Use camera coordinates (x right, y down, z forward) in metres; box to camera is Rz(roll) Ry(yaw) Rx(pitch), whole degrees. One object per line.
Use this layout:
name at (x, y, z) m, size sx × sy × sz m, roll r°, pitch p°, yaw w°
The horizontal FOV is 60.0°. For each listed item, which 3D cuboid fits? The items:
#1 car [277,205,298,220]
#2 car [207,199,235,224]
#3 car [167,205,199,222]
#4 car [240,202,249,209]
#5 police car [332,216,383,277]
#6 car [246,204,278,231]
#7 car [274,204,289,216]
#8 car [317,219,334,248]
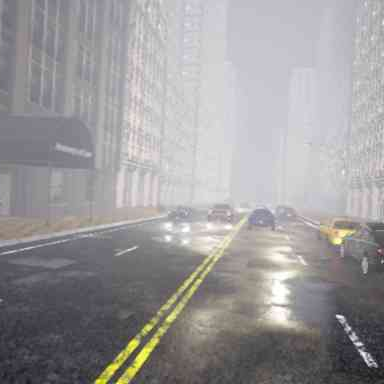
car at (11.687, 2.558, 40.586) m, size 1.812 × 1.442 × 4.674 m, roll 3°, pitch 0°, yaw 12°
car at (2.675, 1.773, 29.658) m, size 2.097 × 1.767 × 4.553 m, roll 3°, pitch -1°, yaw 12°
car at (-0.724, 1.830, 29.325) m, size 1.895 × 1.301 × 4.718 m, roll 3°, pitch -1°, yaw 12°
car at (11.123, 2.778, 70.112) m, size 1.882 × 1.535 × 5.008 m, roll 3°, pitch -1°, yaw 12°
police car at (6.700, 1.905, 11.799) m, size 1.930 × 1.638 × 5.238 m, roll 3°, pitch -1°, yaw 12°
car at (5.372, 2.012, 25.741) m, size 1.882 × 1.535 × 5.008 m, roll 3°, pitch -1°, yaw 12°
car at (14.091, 2.769, 52.399) m, size 1.882 × 1.535 × 5.008 m, roll 3°, pitch -1°, yaw 12°
car at (7.928, 2.058, 17.751) m, size 1.801 × 1.575 × 5.366 m, roll 3°, pitch -1°, yaw 12°
